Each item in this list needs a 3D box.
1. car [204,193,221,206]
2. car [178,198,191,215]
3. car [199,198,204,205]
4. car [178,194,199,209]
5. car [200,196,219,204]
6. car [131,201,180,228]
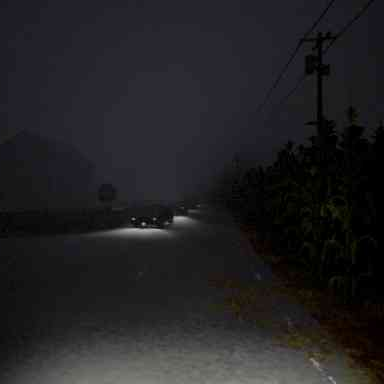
[{"bbox_3d":[3.595,1.264,56.007,2.150,2.045,5.566,0,0,5],"label":"car"},{"bbox_3d":[-1.483,1.627,34.073,1.895,1.301,4.718,0,0,4],"label":"car"},{"bbox_3d":[0.600,1.593,60.169,2.033,1.411,5.357,0,0,5],"label":"car"},{"bbox_3d":[-0.609,1.256,45.348,2.150,2.045,5.566,0,0,5],"label":"car"},{"bbox_3d":[3.521,1.614,66.709,1.994,1.385,4.181,0,0,-25],"label":"car"},{"bbox_3d":[-2.534,1.565,22.914,2.033,1.411,5.357,0,0,9],"label":"car"}]
